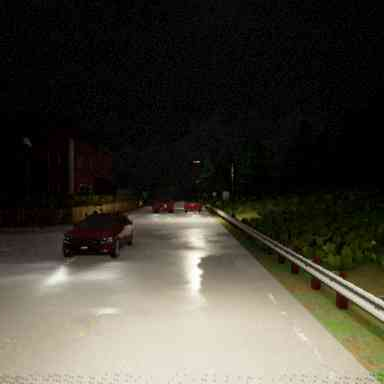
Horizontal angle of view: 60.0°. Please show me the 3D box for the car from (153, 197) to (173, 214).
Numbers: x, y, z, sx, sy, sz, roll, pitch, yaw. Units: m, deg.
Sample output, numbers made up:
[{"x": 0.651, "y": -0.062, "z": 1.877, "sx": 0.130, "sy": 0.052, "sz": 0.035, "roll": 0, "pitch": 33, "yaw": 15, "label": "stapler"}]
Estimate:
[{"x": -3.568, "y": 1.642, "z": 42.019, "sx": 2.150, "sy": 2.045, "sz": 5.566, "roll": 0, "pitch": 0, "yaw": 0, "label": "car"}]

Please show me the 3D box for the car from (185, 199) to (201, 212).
[{"x": 0.113, "y": 1.819, "z": 46.647, "sx": 2.097, "sy": 1.767, "sz": 4.553, "roll": 0, "pitch": -1, "yaw": 0, "label": "car"}]

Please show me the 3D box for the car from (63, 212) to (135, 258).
[{"x": -3.596, "y": 1.615, "z": 13.586, "sx": 1.882, "sy": 1.535, "sz": 5.008, "roll": 0, "pitch": -1, "yaw": 0, "label": "car"}]
